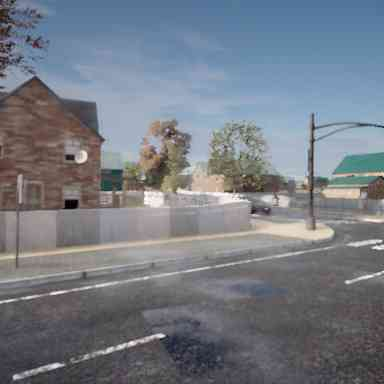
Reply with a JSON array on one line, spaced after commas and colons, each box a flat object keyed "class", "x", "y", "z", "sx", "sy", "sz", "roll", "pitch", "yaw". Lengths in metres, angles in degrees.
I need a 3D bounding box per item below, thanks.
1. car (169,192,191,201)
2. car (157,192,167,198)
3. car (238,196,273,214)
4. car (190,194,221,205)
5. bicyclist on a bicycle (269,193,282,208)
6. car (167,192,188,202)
[{"class": "car", "x": -2.144, "y": 0.767, "z": 57.939, "sx": 2.033, "sy": 1.411, "sz": 5.357, "roll": 1, "pitch": 1, "yaw": -21}, {"class": "car", "x": -6.005, "y": 0.639, "z": 67.943, "sx": 1.895, "sy": 1.301, "sz": 4.718, "roll": 1, "pitch": 1, "yaw": -21}, {"class": "car", "x": 5.310, "y": 1.142, "z": 29.724, "sx": 1.837, "sy": 1.490, "sz": 4.892, "roll": 1, "pitch": 1, "yaw": -21}, {"class": "car", "x": 1.829, "y": 0.954, "z": 38.989, "sx": 1.882, "sy": 1.535, "sz": 5.008, "roll": 1, "pitch": 1, "yaw": -21}, {"class": "bicyclist on a bicycle", "x": 9.107, "y": 0.975, "z": 36.299, "sx": 1.656, "sy": 1.620, "sz": 0.582, "roll": 1, "pitch": 0, "yaw": -21}, {"class": "car", "x": -1.646, "y": 0.915, "z": 48.253, "sx": 1.895, "sy": 1.301, "sz": 4.718, "roll": 1, "pitch": 1, "yaw": -20}]
